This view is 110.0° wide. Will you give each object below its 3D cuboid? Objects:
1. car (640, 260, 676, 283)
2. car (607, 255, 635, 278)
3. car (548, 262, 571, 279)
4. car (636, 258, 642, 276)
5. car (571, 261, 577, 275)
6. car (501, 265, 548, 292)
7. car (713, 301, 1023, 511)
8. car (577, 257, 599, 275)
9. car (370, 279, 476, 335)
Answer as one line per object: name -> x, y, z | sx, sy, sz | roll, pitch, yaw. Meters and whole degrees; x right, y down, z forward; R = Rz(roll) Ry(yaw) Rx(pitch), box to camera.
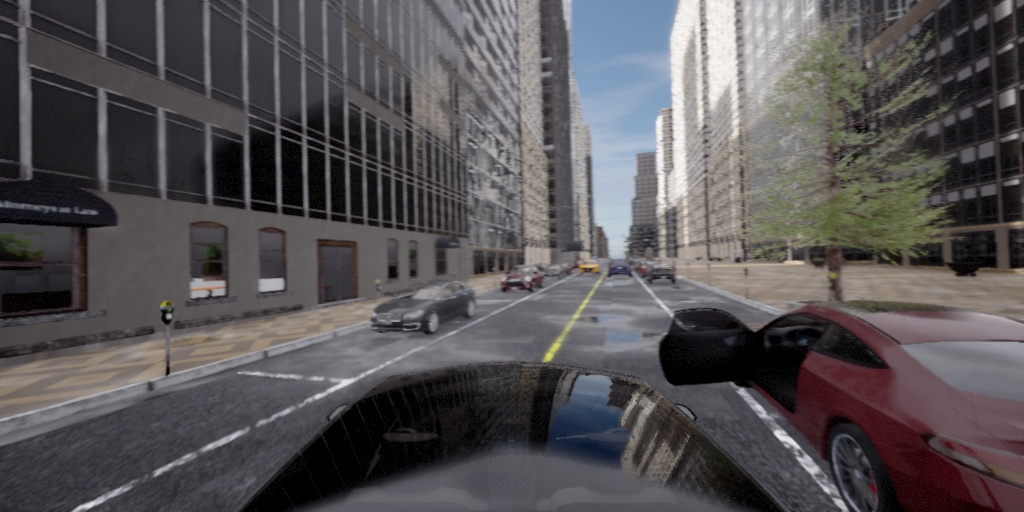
car -> 10.339, 1.142, 25.096 | 2.007, 1.370, 4.403 | 0, 0, 16
car -> 9.951, 1.011, 33.164 | 2.097, 1.767, 4.553 | -2, 0, 16
car -> 3.898, 1.384, 32.926 | 2.007, 1.370, 4.403 | 0, 0, 16
car -> 11.932, 1.020, 30.557 | 1.967, 1.591, 4.097 | 0, 0, 16
car -> 5.491, 1.367, 38.387 | 1.888, 1.381, 4.507 | 0, 0, 16
car -> 0.710, 1.298, 22.004 | 1.967, 1.591, 4.097 | 0, 0, 16
car -> 3.689, 1.178, 3.598 | 1.812, 1.442, 4.674 | -2, 0, 16
car -> 8.565, 1.215, 39.509 | 1.882, 1.535, 5.008 | -2, -1, 17
car -> -2.478, 1.434, 11.081 | 2.007, 1.370, 4.403 | 0, 0, 16
